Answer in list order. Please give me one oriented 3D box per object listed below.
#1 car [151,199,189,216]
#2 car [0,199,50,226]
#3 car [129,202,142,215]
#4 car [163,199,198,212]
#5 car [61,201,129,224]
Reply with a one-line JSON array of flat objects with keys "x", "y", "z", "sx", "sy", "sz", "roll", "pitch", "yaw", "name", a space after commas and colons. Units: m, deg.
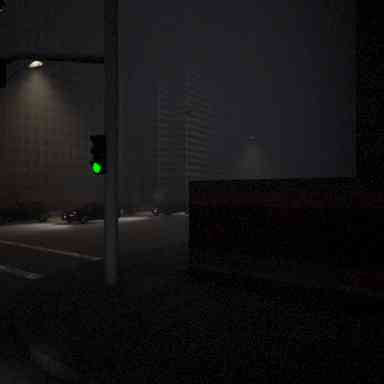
[{"x": -1.936, "y": 1.491, "z": 32.742, "sx": 2.128, "sy": 1.511, "sz": 4.902, "roll": 0, "pitch": 0, "yaw": 36, "name": "car"}, {"x": -12.699, "y": 1.352, "z": 23.818, "sx": 2.097, "sy": 1.767, "sz": 4.553, "roll": 0, "pitch": 0, "yaw": 36, "name": "car"}, {"x": -7.159, "y": 1.547, "z": 31.503, "sx": 2.033, "sy": 1.411, "sz": 5.357, "roll": 0, "pitch": 0, "yaw": 36, "name": "car"}, {"x": -1.359, "y": 1.564, "z": 39.496, "sx": 1.994, "sy": 1.385, "sz": 4.181, "roll": 0, "pitch": 0, "yaw": 36, "name": "car"}, {"x": -7.437, "y": 1.505, "z": 25.146, "sx": 1.837, "sy": 1.490, "sz": 4.892, "roll": 0, "pitch": 0, "yaw": 36, "name": "car"}]
